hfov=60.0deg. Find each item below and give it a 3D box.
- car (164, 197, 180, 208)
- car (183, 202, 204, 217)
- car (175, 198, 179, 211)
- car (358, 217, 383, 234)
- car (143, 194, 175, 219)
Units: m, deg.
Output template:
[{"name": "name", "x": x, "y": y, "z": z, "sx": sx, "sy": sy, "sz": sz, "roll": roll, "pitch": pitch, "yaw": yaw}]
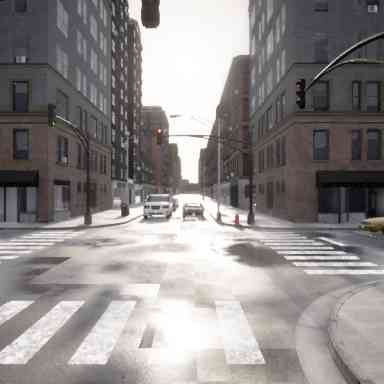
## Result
[{"name": "car", "x": -2.932, "y": 1.530, "z": 49.761, "sx": 2.033, "sy": 1.411, "sz": 5.357, "roll": 0, "pitch": 0, "yaw": 0}, {"name": "car", "x": 0.105, "y": 1.595, "z": 30.646, "sx": 1.895, "sy": 1.301, "sz": 4.718, "roll": 0, "pitch": 0, "yaw": -1}, {"name": "car", "x": -2.914, "y": 1.342, "z": 39.479, "sx": 2.097, "sy": 1.767, "sz": 4.553, "roll": 0, "pitch": 0, "yaw": 0}, {"name": "car", "x": 11.601, "y": 1.554, "z": 17.923, "sx": 4.829, "sy": 1.417, "sz": 1.752, "roll": 0, "pitch": 0, "yaw": 0}, {"name": "car", "x": -2.901, "y": 1.216, "z": 29.215, "sx": 2.150, "sy": 2.045, "sz": 5.566, "roll": 0, "pitch": 0, "yaw": 0}]
